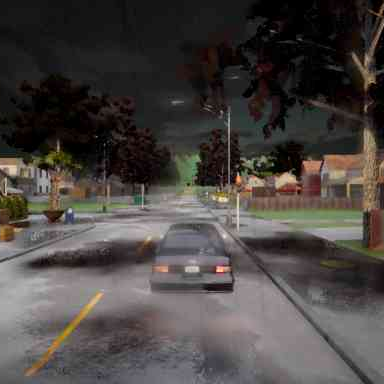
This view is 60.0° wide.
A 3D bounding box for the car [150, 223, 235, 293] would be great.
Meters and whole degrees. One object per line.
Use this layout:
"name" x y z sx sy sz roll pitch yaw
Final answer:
"car" 0.017 1.547 8.962 2.033 1.411 5.357 0 0 0
